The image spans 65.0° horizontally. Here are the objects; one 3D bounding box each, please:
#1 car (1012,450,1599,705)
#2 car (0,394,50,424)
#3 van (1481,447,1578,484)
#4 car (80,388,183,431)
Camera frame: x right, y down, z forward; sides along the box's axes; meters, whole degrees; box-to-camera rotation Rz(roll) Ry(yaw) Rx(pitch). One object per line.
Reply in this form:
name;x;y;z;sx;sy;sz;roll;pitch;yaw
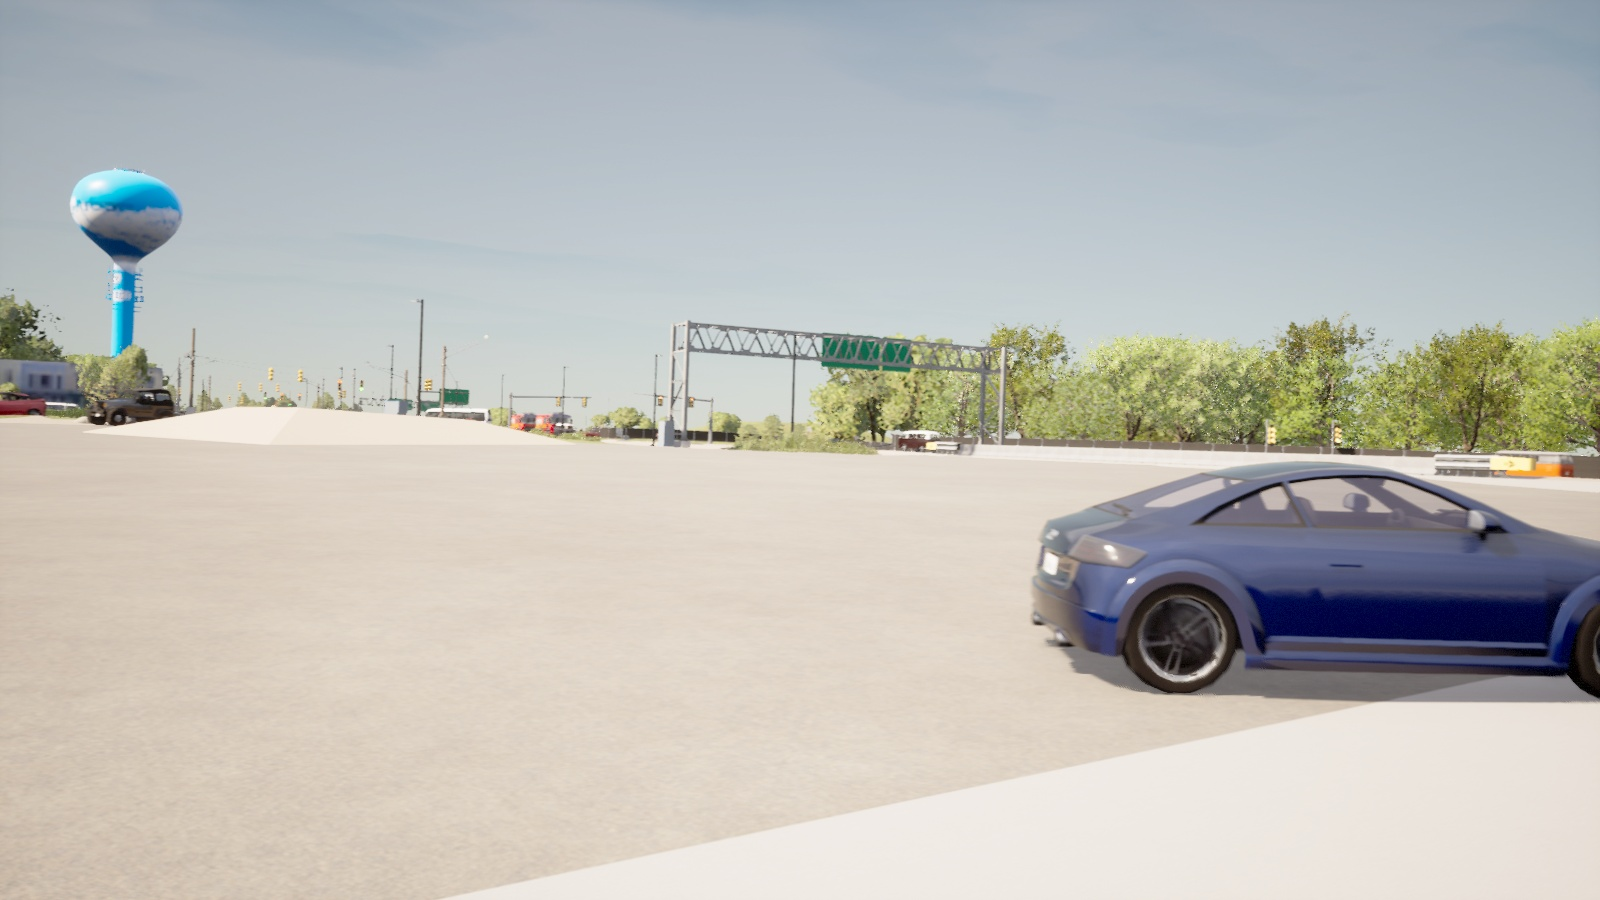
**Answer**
car;3.697;0.764;8.397;4.181;1.385;1.994;1;2;0
car;-42.573;-2.186;66.488;2.007;1.525;4.514;1;0;33
van;42.149;0.871;72.655;1.775;1.987;4.442;2;0;-32
car;-31.930;-1.930;60.041;1.905;1.878;3.866;3;1;31
